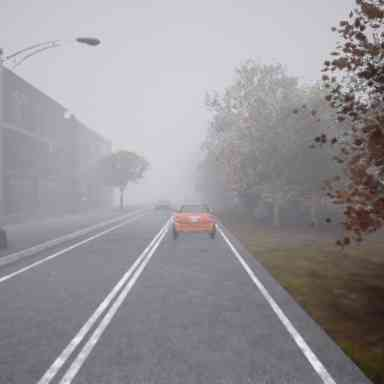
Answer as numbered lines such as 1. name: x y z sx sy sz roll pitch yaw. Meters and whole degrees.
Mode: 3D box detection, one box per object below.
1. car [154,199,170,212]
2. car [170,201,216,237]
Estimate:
1. car: -3.339 1.538 39.638 2.033 1.411 5.357 0 0 0
2. car: 0.102 1.349 18.018 2.097 1.767 4.553 0 0 0
